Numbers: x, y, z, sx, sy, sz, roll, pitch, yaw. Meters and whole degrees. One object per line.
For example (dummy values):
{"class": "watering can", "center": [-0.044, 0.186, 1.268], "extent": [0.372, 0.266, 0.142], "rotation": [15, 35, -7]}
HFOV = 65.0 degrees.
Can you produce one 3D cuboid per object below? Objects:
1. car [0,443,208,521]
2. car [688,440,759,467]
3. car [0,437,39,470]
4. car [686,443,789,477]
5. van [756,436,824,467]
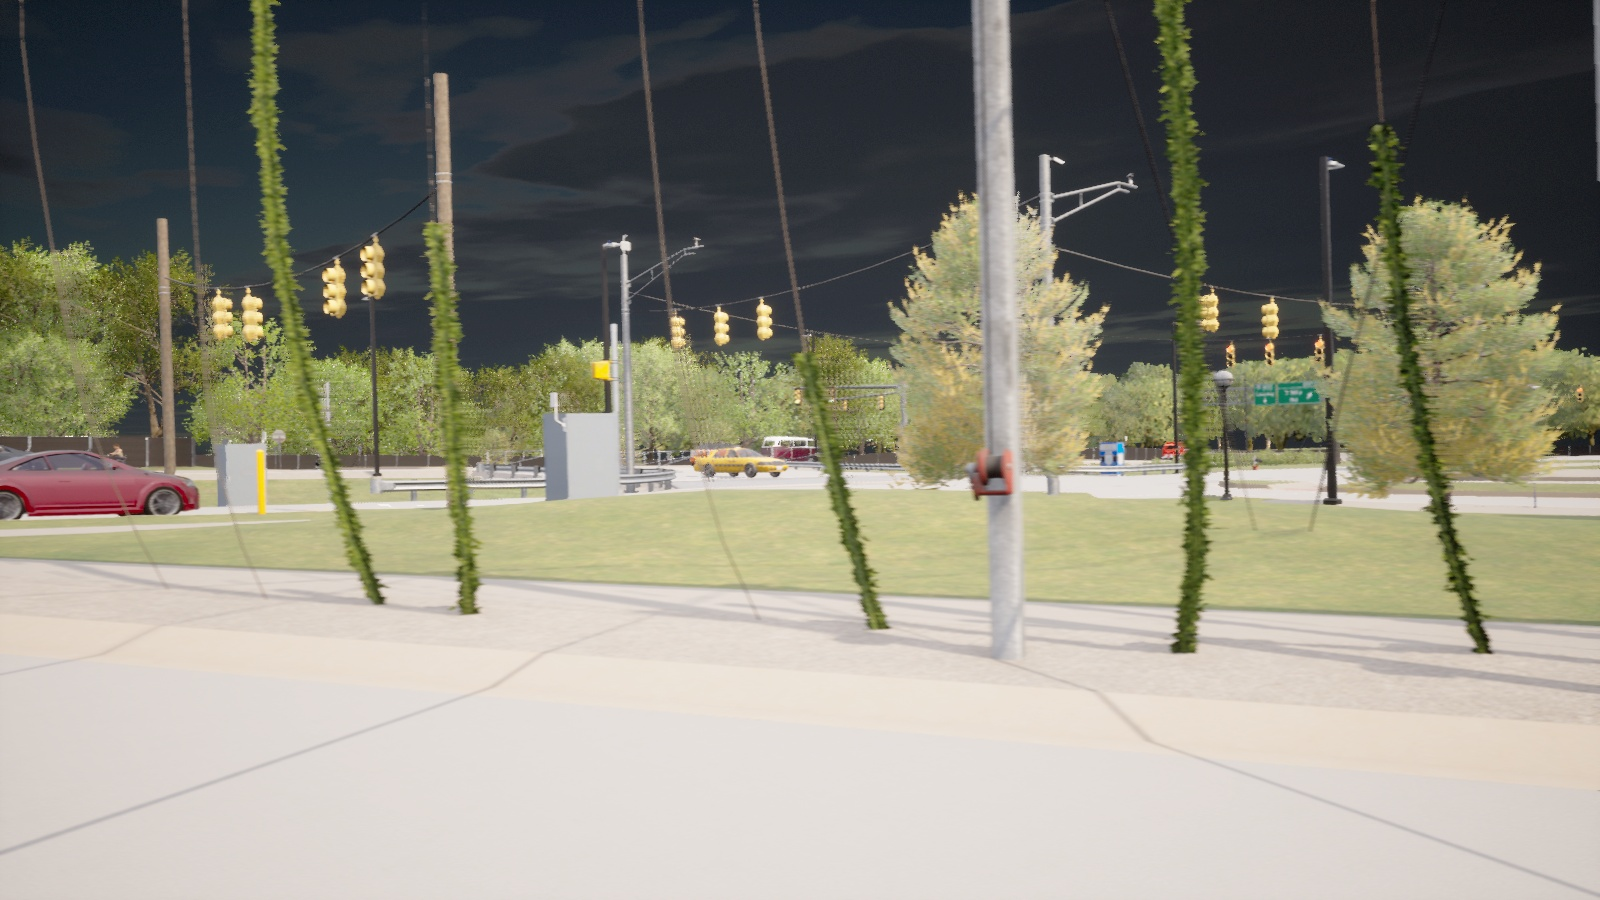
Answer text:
{"class": "car", "center": [-13.765, 0.589, 23.795], "extent": [4.181, 1.385, 1.994], "rotation": [1, -1, -45]}
{"class": "car", "center": [-5.176, 0.261, 85.571], "extent": [4.553, 1.767, 2.097], "rotation": [1, -1, -44]}
{"class": "car", "center": [-38.365, 0.171, 58.260], "extent": [4.902, 1.511, 2.128], "rotation": [0, -1, -44]}
{"class": "car", "center": [-3.040, 0.504, 60.460], "extent": [5.366, 1.575, 1.801], "rotation": [-1, -1, 45]}
{"class": "van", "center": [-0.656, 0.113, 85.077], "extent": [4.480, 2.038, 2.069], "rotation": [1, -1, -44]}
